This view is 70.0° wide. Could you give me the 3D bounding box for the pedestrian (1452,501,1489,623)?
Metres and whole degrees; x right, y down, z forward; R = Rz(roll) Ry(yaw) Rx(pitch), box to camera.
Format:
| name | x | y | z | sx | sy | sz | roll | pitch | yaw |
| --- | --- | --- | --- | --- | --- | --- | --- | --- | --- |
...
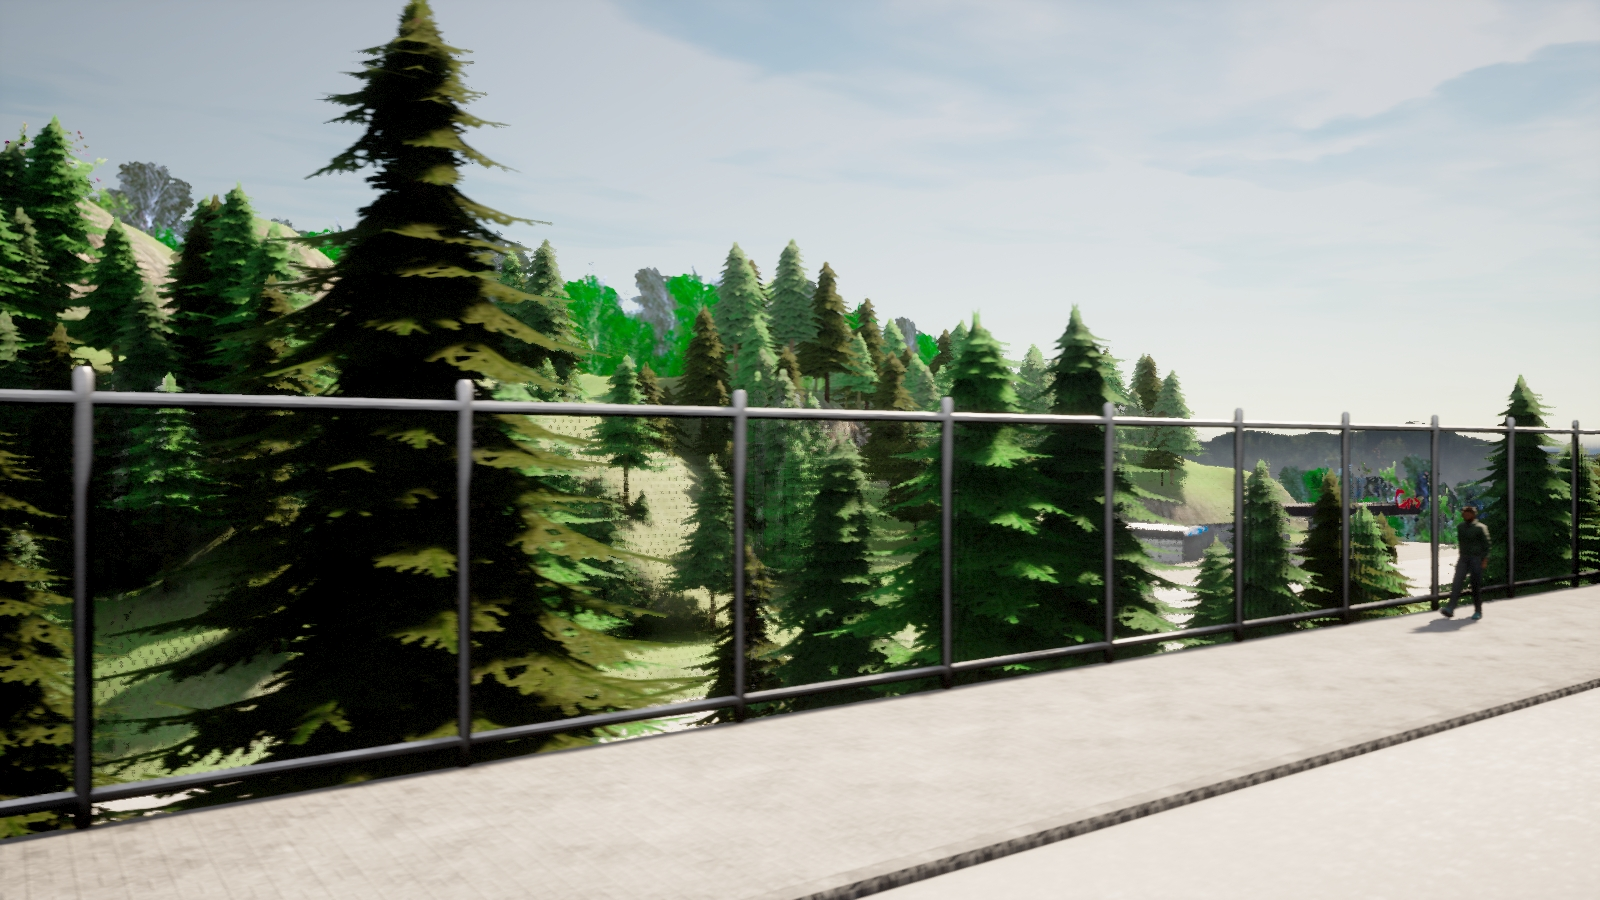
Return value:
| name | x | y | z | sx | sy | sz | roll | pitch | yaw |
| --- | --- | --- | --- | --- | --- | --- | --- | --- | --- |
| pedestrian | 10.519 | 1.743 | 17.927 | 0.375 | 1.860 | 0.375 | 0 | 0 | -29 |
